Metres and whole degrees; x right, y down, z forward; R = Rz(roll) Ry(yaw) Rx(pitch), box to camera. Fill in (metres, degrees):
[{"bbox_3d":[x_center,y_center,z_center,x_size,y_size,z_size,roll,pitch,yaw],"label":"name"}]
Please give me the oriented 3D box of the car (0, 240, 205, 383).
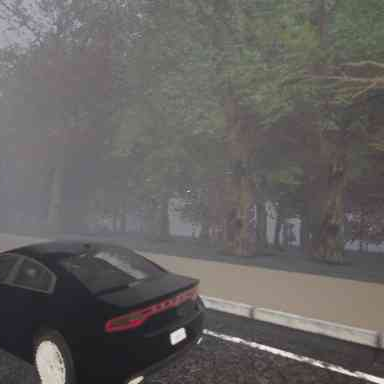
[{"bbox_3d":[-2.175,1.508,5.236,5.008,1.535,1.882,-1,0,35],"label":"car"}]
